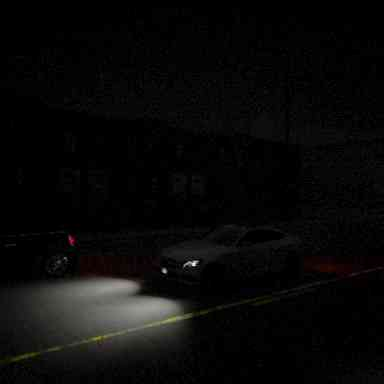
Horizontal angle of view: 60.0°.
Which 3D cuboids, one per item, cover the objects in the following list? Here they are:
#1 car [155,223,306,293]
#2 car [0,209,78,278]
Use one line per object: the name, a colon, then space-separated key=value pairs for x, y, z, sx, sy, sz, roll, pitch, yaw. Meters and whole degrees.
car: x=1.251 y=1.606 z=9.176 sx=4.674 sy=1.442 sz=1.812 roll=1 pitch=-1 yaw=-36
car: x=-5.470 y=1.359 z=8.681 sx=4.553 sy=1.767 sz=2.097 roll=1 pitch=-1 yaw=-36
